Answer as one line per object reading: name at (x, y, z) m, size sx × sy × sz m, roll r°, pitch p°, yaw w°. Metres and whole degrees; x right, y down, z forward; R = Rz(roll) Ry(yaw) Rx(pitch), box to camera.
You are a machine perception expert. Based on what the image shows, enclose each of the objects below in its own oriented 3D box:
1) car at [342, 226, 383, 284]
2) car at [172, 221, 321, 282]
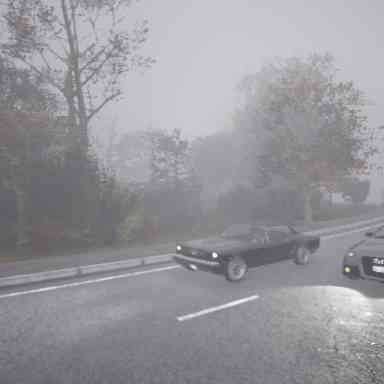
car at (5.645, 1.496, 8.587) m, size 4.181 × 1.385 × 1.994 m, roll -1°, pitch 0°, yaw -40°
car at (1.764, 1.589, 9.893) m, size 4.718 × 1.301 × 1.895 m, roll -1°, pitch 0°, yaw -39°
